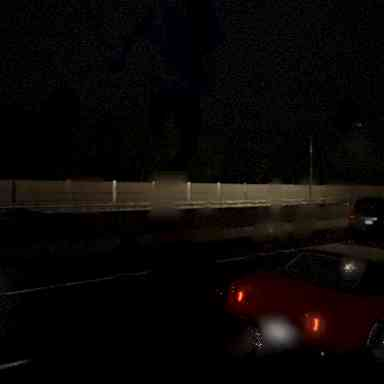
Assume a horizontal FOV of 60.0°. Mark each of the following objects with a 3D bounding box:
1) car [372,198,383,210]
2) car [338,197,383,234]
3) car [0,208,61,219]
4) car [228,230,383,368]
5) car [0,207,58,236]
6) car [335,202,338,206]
[{"bbox_3d":[25.146,1.506,42.711,4.181,1.385,1.994,0,0,-35],"label":"car"},{"bbox_3d":[8.907,1.243,14.149,5.566,2.045,2.150,0,0,-35],"label":"car"},{"bbox_3d":[-8.322,1.542,15.208,4.674,1.442,1.812,0,0,-35],"label":"car"},{"bbox_3d":[2.986,1.613,5.774,4.718,1.301,1.895,0,0,-35],"label":"car"},{"bbox_3d":[-9.838,1.584,18.417,4.181,1.385,1.994,0,0,-35],"label":"car"},{"bbox_3d":[21.046,1.465,44.126,4.892,1.490,1.837,0,0,-35],"label":"car"}]
